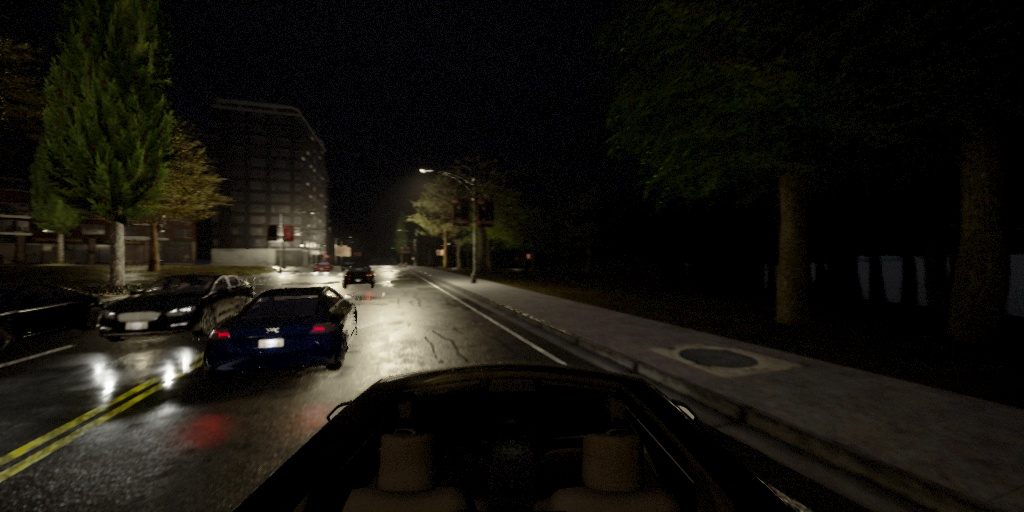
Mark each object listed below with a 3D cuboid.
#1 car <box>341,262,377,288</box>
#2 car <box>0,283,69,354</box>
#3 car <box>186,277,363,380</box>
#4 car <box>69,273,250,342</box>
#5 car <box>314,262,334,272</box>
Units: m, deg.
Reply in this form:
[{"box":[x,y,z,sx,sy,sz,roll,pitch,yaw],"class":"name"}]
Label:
[{"box":[-10.182,1.321,24.158,1.812,1.442,4.674,0,0,-19],"class":"car"},{"box":[-11.695,1.327,8.087,1.994,1.385,4.181,0,0,-19],"class":"car"},{"box":[-4.377,1.319,7.440,1.994,1.385,4.181,0,0,-19],"class":"car"},{"box":[-8.959,1.254,10.117,2.128,1.511,4.902,0,0,-19],"class":"car"},{"box":[-26.043,1.544,49.716,1.994,1.385,4.181,0,0,-19],"class":"car"}]
